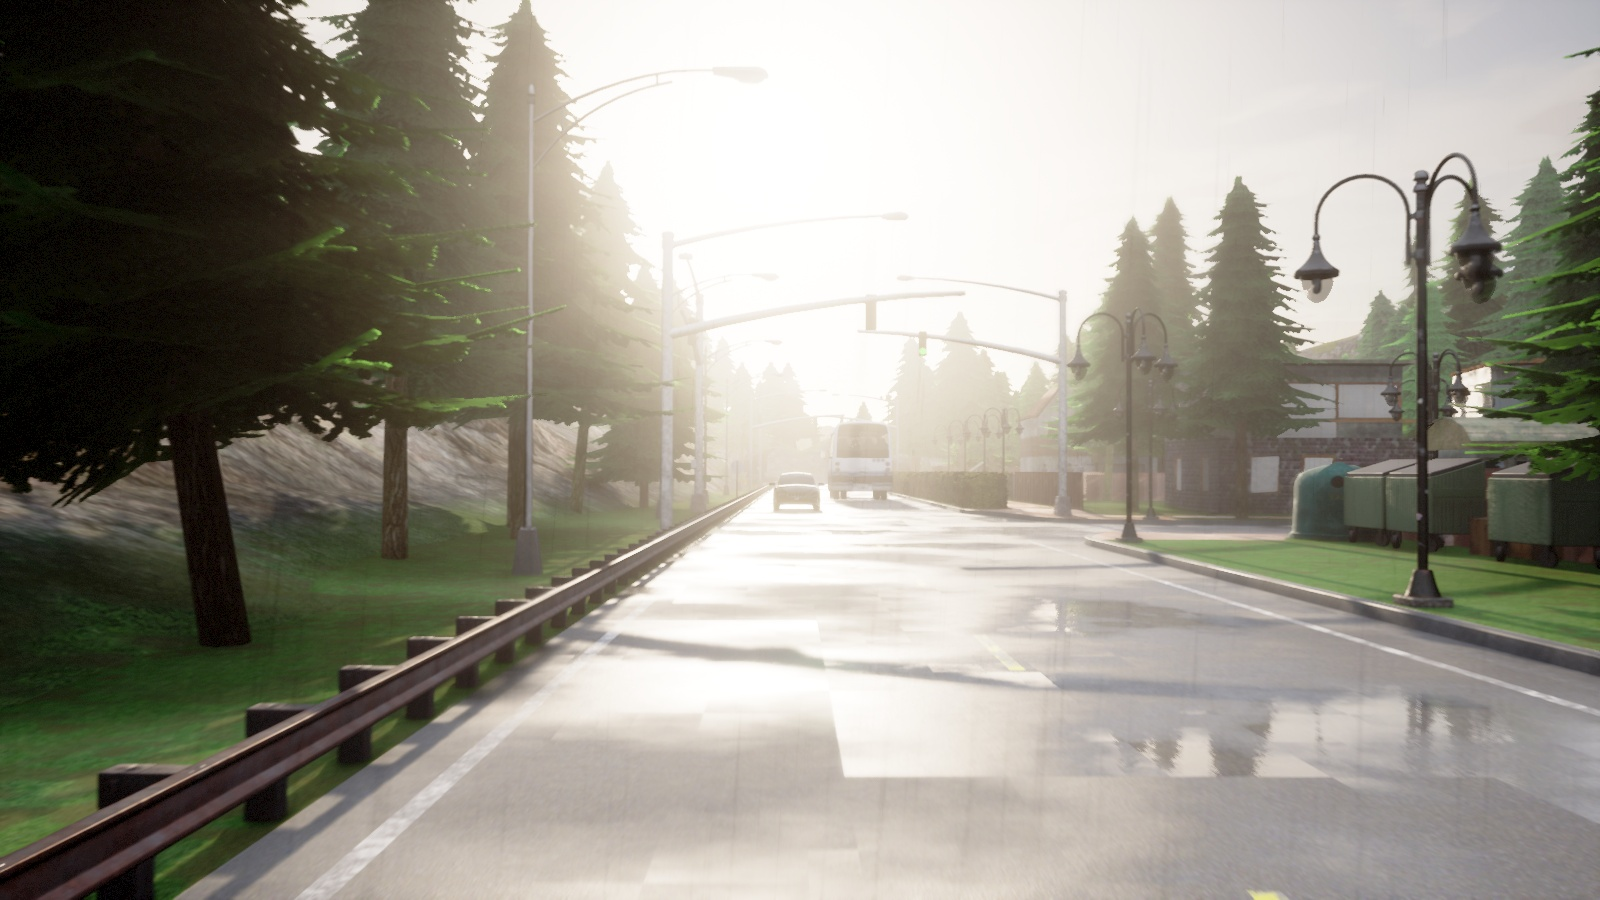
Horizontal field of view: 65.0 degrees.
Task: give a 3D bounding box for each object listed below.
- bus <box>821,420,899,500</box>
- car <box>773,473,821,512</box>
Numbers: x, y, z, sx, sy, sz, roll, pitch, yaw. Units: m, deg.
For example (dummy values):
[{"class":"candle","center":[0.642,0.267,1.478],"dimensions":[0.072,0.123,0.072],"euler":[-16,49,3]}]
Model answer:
[{"class":"bus","center":[3.320,0.637,72.432],"dimensions":[3.944,4.253,10.273],"euler":[0,-1,0]},{"class":"car","center":[-0.124,1.676,51.135],"dimensions":[1.837,1.490,4.892],"euler":[0,-1,0]}]
